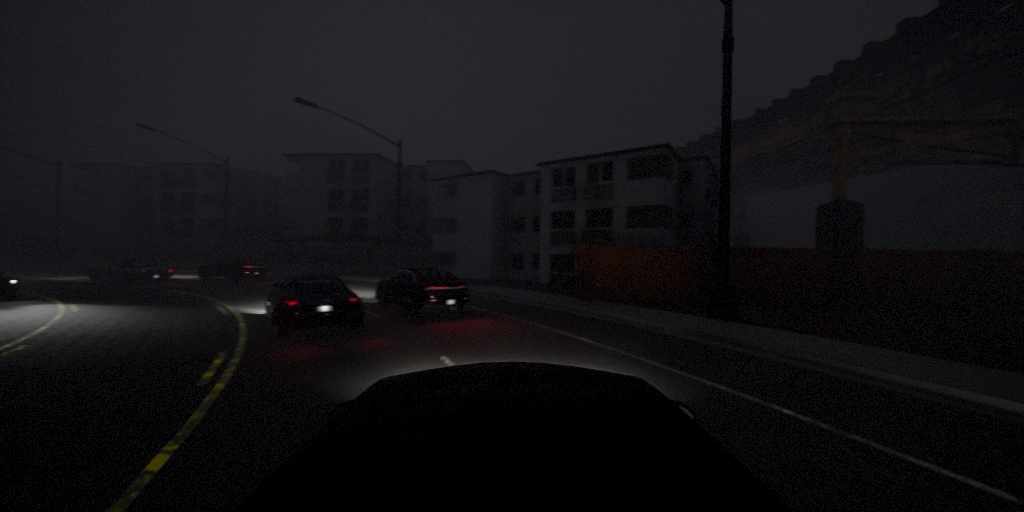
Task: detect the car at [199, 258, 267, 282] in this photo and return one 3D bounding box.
[{"bbox_3d":[-18.545,0.850,23.806,4.902,1.511,2.128,1,0,22],"label":"car"}]

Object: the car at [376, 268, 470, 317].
[{"bbox_3d":[-3.335,1.155,12.830,2.128,1.511,4.902,1,0,-38],"label":"car"}]

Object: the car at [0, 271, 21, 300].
[{"bbox_3d":[-20.177,0.952,13.104,4.718,1.301,1.895,1,0,24],"label":"car"}]

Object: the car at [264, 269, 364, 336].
[{"bbox_3d":[-5.637,1.191,10.121,1.994,1.385,4.181,1,0,-37],"label":"car"}]

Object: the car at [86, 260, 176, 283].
[{"bbox_3d":[-23.073,0.880,21.700,4.718,1.301,1.895,1,0,15],"label":"car"}]
